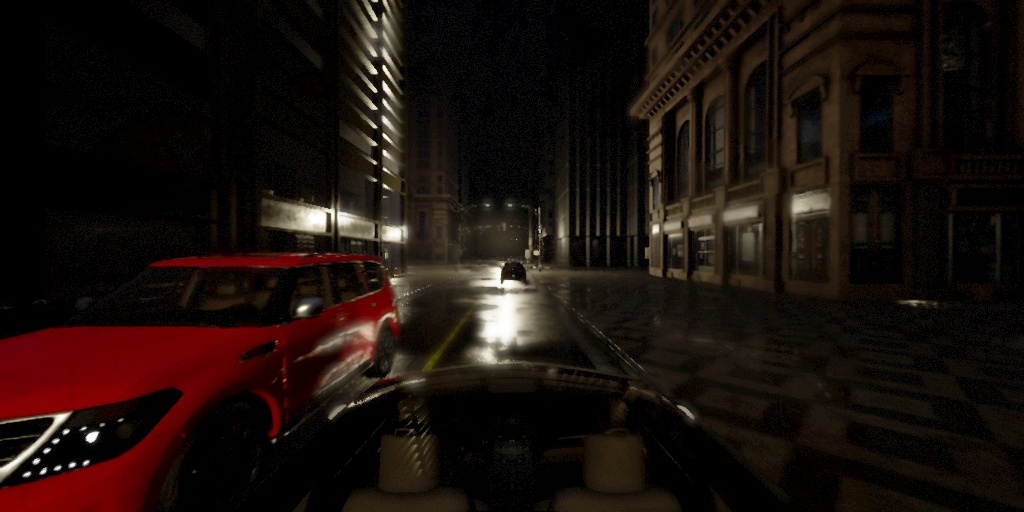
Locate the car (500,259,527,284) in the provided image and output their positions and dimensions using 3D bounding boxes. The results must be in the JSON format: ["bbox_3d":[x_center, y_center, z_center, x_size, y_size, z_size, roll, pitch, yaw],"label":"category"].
[{"bbox_3d":[0.105,1.200,27.009,1.882,1.535,5.008,0,0,0],"label":"car"}]

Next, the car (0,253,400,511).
[{"bbox_3d":[-3.100,0.969,4.348,2.150,2.045,5.566,0,0,0],"label":"car"}]
